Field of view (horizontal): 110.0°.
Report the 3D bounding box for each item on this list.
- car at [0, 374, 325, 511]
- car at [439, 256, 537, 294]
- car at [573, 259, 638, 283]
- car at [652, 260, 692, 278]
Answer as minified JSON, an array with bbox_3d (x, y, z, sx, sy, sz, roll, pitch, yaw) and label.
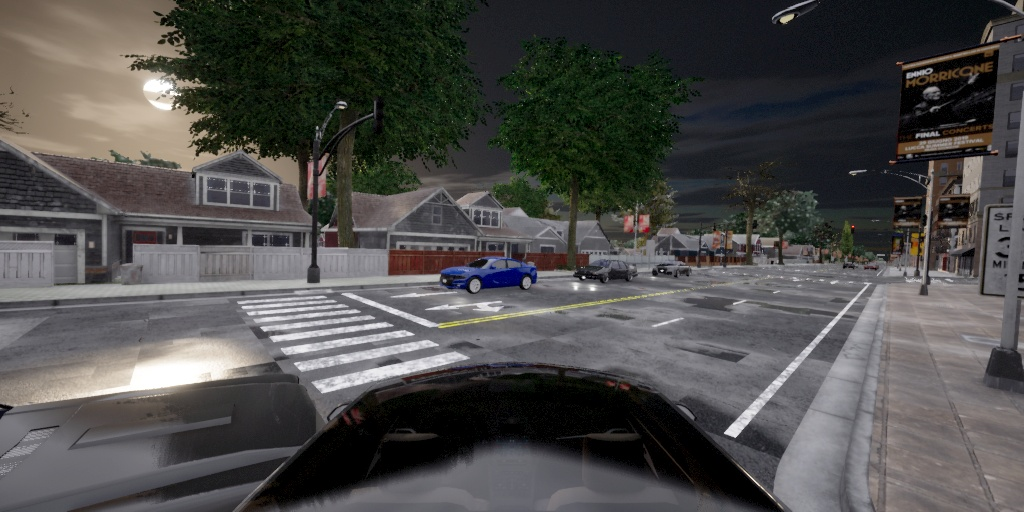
[{"bbox_3d":[-3.317,1.274,1.413,4.718,1.301,1.895,1,2,-33],"label":"car"},{"bbox_3d":[-0.966,0.781,16.575,5.008,1.535,1.882,1,2,-43],"label":"car"},{"bbox_3d":[6.269,0.928,23.422,5.357,1.411,2.033,1,2,-43],"label":"car"},{"bbox_3d":[13.536,1.026,30.271,4.181,1.385,1.994,1,2,-44],"label":"car"}]
